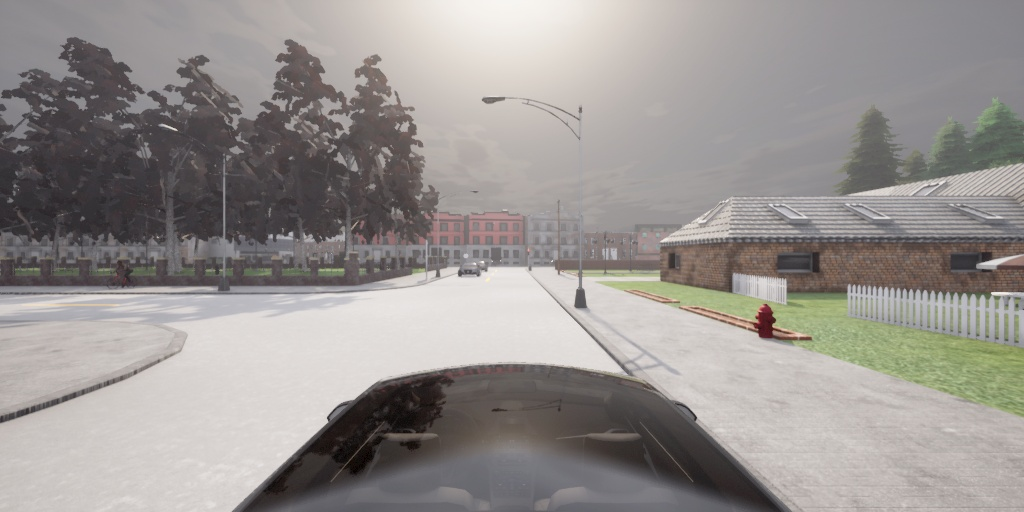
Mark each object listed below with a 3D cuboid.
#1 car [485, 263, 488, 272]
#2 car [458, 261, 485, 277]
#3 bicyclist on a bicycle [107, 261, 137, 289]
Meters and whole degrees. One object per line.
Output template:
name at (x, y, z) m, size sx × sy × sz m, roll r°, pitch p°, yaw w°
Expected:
car at (-4.109, 1.311, 45.593) m, size 1.994 × 1.385 × 4.181 m, roll 0°, pitch 0°, yaw 0°
car at (-4.125, 1.312, 35.608) m, size 1.994 × 1.385 × 4.181 m, roll 0°, pitch 0°, yaw 0°
bicyclist on a bicycle at (-22.656, 1.098, 20.853) m, size 0.582 × 1.620 × 1.656 m, roll 0°, pitch 0°, yaw 0°
